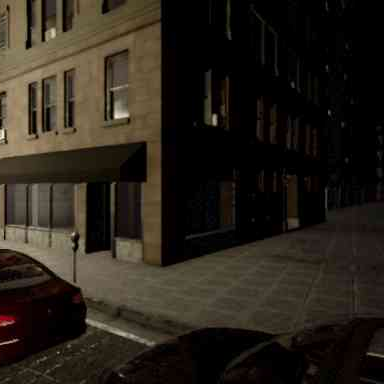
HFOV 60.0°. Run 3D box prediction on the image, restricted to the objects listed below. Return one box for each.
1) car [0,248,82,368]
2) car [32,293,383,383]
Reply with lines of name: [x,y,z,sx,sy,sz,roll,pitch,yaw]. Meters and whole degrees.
car: [-3.405,1.570,5.247,4.206,1.307,1.802,0,0,35]
car: [1.226,1.545,1.976,4.403,1.369,2.008,0,0,35]
